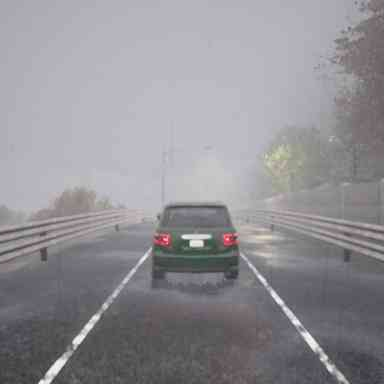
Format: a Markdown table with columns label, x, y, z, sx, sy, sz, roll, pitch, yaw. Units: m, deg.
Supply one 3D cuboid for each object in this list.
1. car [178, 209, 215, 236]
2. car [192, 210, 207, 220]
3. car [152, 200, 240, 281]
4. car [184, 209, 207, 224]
| label | x | y | z | sx | sy | sz | roll | pitch | yaw |
| --- | --- | --- | --- | --- | --- | --- | --- | --- | --- |
| car | 0.268 | 1.815 | 20.426 | 1.994 | 1.385 | 4.181 | 0 | -2 | 1 |
| car | 1.040 | 3.162 | 45.686 | 1.895 | 1.301 | 4.718 | 0 | -4 | 3 |
| car | 0.077 | 1.252 | 10.080 | 2.150 | 2.045 | 5.566 | 0 | 0 | 0 |
| car | 0.359 | 2.264 | 31.361 | 1.994 | 1.385 | 4.181 | 0 | -3 | 2 |
